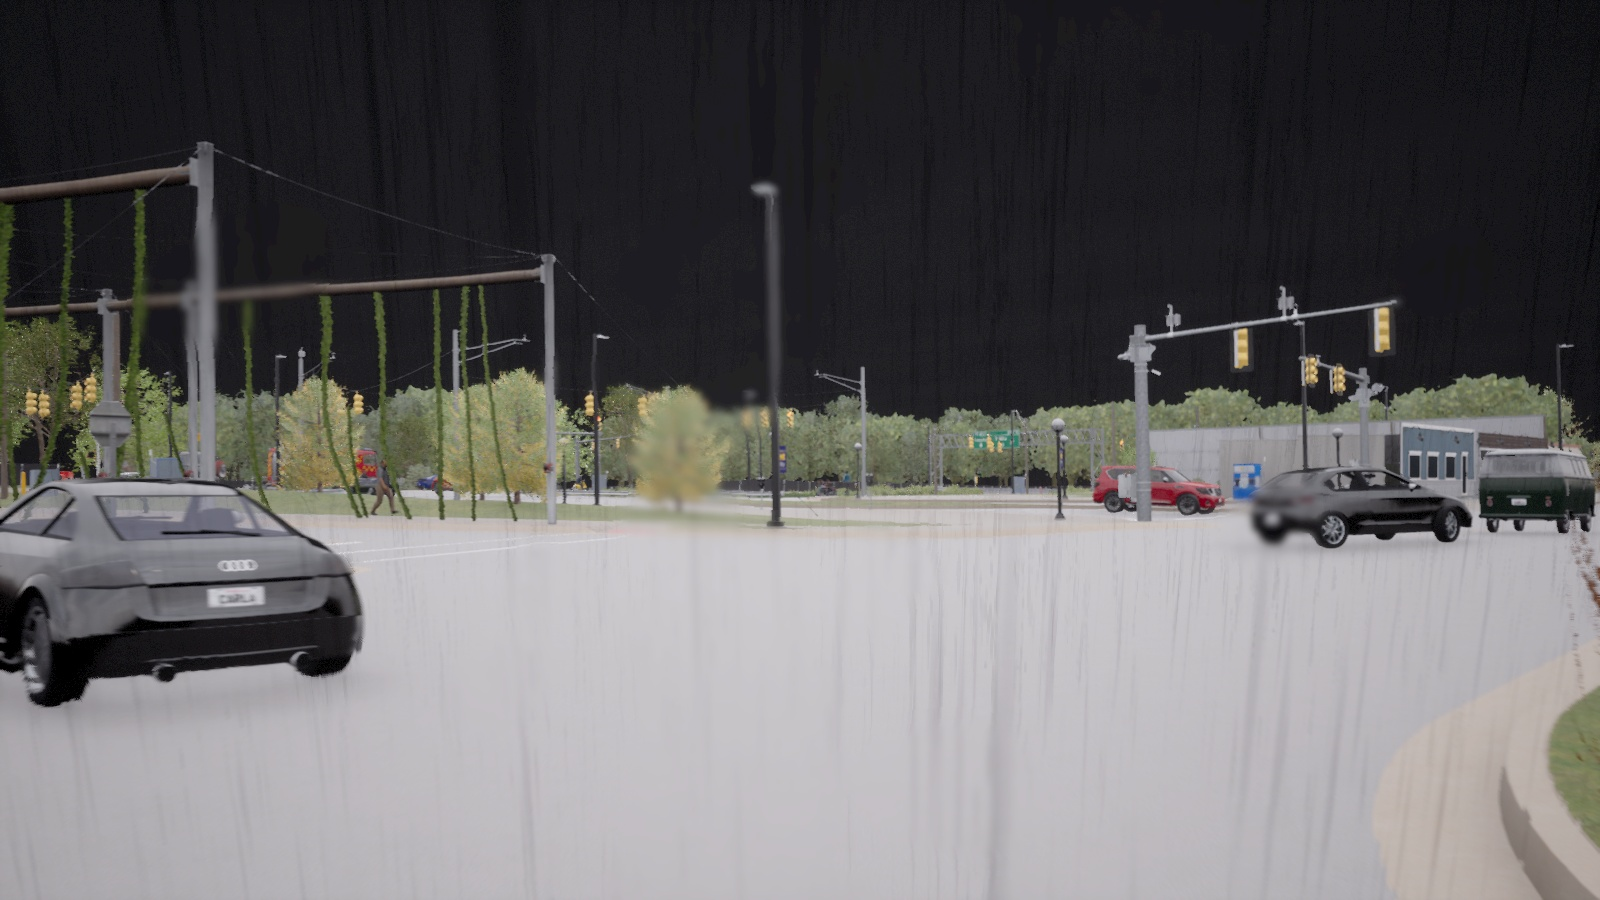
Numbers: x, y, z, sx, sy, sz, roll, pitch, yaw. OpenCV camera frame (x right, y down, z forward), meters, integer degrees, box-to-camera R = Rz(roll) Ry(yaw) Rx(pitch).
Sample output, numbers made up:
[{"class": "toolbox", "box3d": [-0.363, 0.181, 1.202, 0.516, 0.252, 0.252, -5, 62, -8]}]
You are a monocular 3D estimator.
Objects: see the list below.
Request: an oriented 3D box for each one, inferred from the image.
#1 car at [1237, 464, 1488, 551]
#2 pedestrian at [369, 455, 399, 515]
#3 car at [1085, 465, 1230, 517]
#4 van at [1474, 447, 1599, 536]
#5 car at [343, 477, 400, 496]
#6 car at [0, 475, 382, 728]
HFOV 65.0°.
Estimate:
[{"class": "car", "box3d": [10.597, 1.052, 23.690, 4.193, 1.474, 1.816, -1, -2, -20]}, {"class": "pedestrian", "box3d": [-12.848, 1.083, 38.775, 0.694, 1.848, 0.540, -1, -1, 17]}, {"class": "car", "box3d": [15.326, 1.724, 54.073, 5.566, 2.045, 2.150, 1, 0, 39]}, {"class": "van", "box3d": [17.813, 1.014, 30.220, 1.775, 1.987, 4.442, -2, -3, 42]}, {"class": "car", "box3d": [-30.206, 2.570, 88.433, 1.895, 1.301, 4.718, 2, -3, -45]}, {"class": "car", "box3d": [-5.015, 0.890, 9.170, 4.181, 1.385, 1.994, -1, -2, 44]}]
